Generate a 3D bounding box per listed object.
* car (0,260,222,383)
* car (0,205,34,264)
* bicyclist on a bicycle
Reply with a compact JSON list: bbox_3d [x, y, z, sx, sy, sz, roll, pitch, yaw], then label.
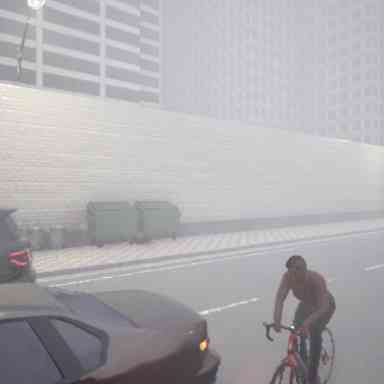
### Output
[{"bbox_3d":[-2.219,1.560,2.491,5.357,1.411,2.033,0,0,-38],"label":"car"},{"bbox_3d":[-5.194,1.221,4.578,5.566,2.045,2.150,0,0,-36],"label":"car"},{"bbox_3d":[1.154,1.444,3.415,0.582,1.620,1.656,0,2,42],"label":"bicyclist on a bicycle"}]
